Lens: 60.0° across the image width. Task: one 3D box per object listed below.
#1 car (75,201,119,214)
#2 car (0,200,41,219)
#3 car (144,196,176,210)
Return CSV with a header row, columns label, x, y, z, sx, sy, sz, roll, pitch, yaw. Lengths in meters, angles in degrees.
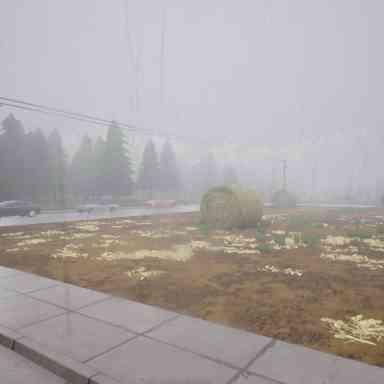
label,x,y,z,sx,sy,sz,roll,pitch,yaw
car,-10.370,1.628,36.557,1.895,1.301,4.718,0,0,37
car,-15.847,1.531,29.164,1.837,1.490,4.892,0,0,37
car,-4.281,1.379,44.753,2.097,1.767,4.553,0,0,37
